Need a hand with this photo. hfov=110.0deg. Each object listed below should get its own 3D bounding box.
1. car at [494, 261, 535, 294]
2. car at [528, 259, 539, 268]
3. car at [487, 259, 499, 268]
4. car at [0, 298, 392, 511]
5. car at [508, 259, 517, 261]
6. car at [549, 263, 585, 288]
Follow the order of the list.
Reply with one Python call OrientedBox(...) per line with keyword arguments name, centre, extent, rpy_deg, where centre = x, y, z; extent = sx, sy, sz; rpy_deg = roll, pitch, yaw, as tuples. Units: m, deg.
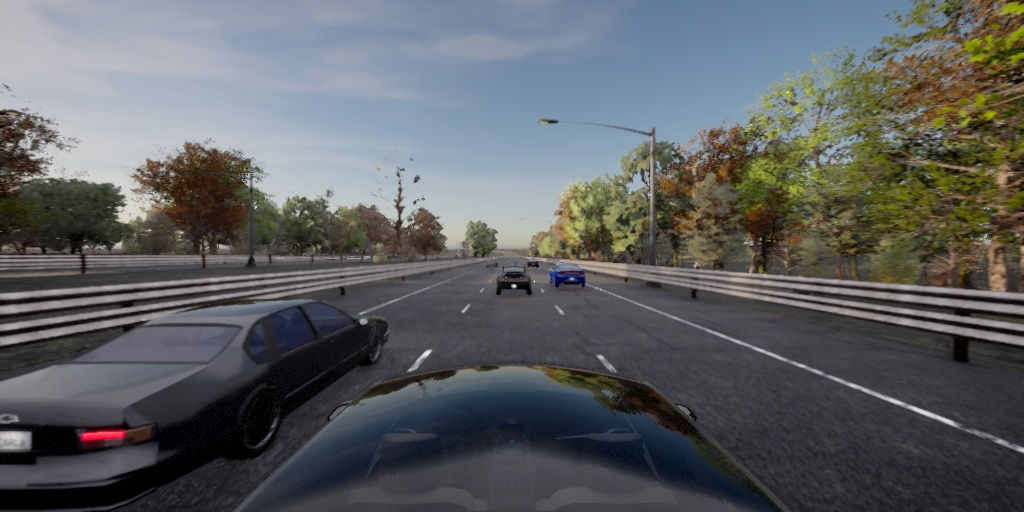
OrientedBox(name="car", centre=(0.105, 1.254, 20.427), extent=(1.837, 1.490, 4.892), rpy_deg=(0, 0, 0))
OrientedBox(name="car", centre=(3.616, 1.218, 63.003), extent=(1.882, 1.535, 5.008), rpy_deg=(0, 0, 0))
OrientedBox(name="car", centre=(-3.386, 1.233, 62.897), extent=(2.128, 1.511, 4.902), rpy_deg=(0, 0, 0))
OrientedBox(name="car", centre=(-3.398, 1.298, 4.942), extent=(2.033, 1.411, 5.357), rpy_deg=(0, 0, 0))
OrientedBox(name="car", centre=(0.116, 1.232, 62.949), extent=(2.128, 1.511, 4.902), rpy_deg=(0, 0, 0))
OrientedBox(name="car", centre=(3.606, 1.225, 24.015), extent=(1.882, 1.535, 5.008), rpy_deg=(0, 0, 0))
